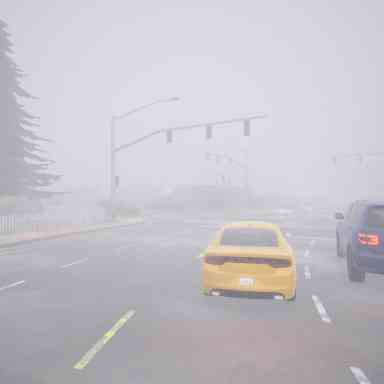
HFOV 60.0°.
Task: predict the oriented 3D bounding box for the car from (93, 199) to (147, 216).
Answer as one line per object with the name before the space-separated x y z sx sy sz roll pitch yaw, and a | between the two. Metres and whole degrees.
car | -7.172 1.560 32.794 4.892 1.490 1.837 0 0 34

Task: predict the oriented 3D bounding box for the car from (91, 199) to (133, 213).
car | -9.226 1.560 38.216 4.892 1.490 1.837 0 0 32

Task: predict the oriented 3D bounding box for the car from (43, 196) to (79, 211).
car | -16.939 1.407 43.044 4.553 1.767 2.097 0 0 32

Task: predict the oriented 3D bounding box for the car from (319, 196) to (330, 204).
car | 23.931 1.564 62.103 1.994 1.385 4.181 0 0 32

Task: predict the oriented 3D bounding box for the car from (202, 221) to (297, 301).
car | 1.513 1.478 8.484 1.882 1.535 5.008 0 0 12

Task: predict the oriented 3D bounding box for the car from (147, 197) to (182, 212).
car | -3.433 1.407 38.954 4.553 1.767 2.097 0 0 32

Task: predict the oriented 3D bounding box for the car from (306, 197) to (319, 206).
car | 18.698 1.526 53.694 1.812 1.442 4.674 0 0 31

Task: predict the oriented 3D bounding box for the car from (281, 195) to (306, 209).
car | 13.550 1.491 45.350 2.128 1.511 4.902 0 0 32

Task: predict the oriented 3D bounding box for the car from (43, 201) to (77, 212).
car | -15.011 1.581 37.705 4.674 1.442 1.812 0 0 32

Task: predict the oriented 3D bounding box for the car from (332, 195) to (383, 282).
car | 5.479 1.221 9.507 2.150 2.045 5.566 0 0 19

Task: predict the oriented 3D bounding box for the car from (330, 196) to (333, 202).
car | 29.182 1.524 70.581 1.812 1.442 4.674 0 0 32

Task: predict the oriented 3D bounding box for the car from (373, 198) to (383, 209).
car | 26.324 1.547 45.818 2.033 1.411 5.357 0 0 32

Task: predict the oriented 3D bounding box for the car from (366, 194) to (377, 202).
car | 43.008 1.355 79.695 2.097 1.767 4.553 0 0 32
